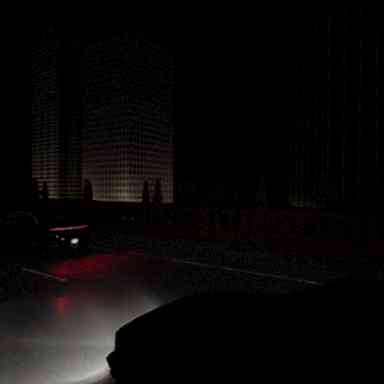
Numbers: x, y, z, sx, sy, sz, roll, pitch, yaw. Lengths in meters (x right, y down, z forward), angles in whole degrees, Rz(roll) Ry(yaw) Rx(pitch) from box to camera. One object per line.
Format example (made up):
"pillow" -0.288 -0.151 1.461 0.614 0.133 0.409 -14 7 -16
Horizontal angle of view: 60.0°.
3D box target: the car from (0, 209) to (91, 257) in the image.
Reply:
"car" -5.874 1.400 12.484 4.902 1.511 2.128 1 0 36

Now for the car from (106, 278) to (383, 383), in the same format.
"car" 1.688 1.546 2.787 5.357 1.411 2.033 1 0 36
